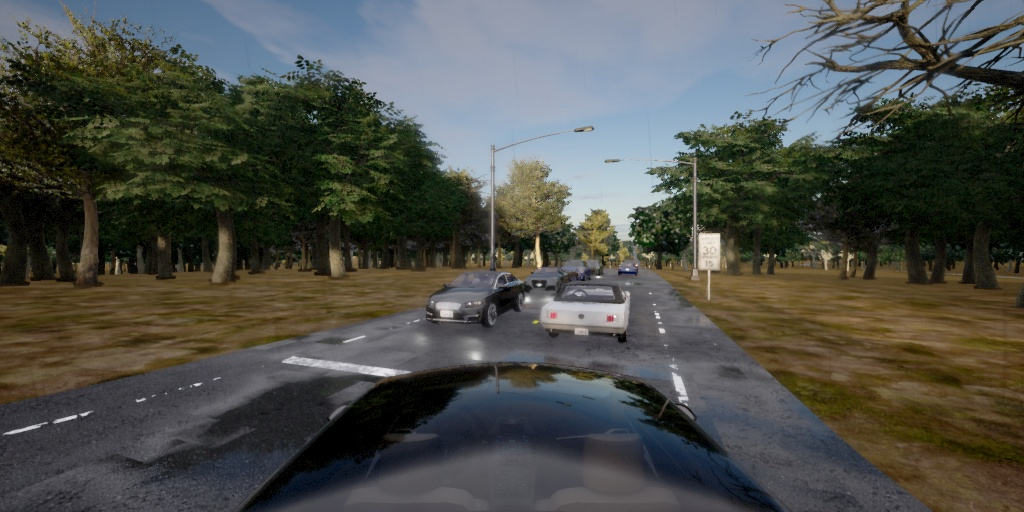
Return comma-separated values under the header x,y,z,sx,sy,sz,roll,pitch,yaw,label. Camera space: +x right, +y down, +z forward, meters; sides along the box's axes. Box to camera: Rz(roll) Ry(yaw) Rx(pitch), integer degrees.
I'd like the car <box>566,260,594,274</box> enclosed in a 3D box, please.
x,y,z,sx,sy,sz,roll,pitch,yaw,label
4.969,1.094,28.330,2.097,1.767,4.553,0,0,20,car

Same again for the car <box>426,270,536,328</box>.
x,y,z,sx,sy,sz,roll,pitch,yaw,label
-0.950,1.233,11.623,2.128,1.511,4.902,0,0,18,car

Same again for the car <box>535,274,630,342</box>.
x,y,z,sx,sy,sz,roll,pitch,yaw,label
2.250,1.344,9.843,1.895,1.301,4.718,0,0,19,car

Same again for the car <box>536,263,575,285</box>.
x,y,z,sx,sy,sz,roll,pitch,yaw,label
2.054,1.296,20.089,1.994,1.385,4.181,0,0,20,car

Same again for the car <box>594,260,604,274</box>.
x,y,z,sx,sy,sz,roll,pitch,yaw,label
8.583,1.175,38.450,2.097,1.767,4.553,0,-1,20,car

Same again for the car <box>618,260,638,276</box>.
x,y,z,sx,sy,sz,roll,pitch,yaw,label
12.711,1.416,39.283,1.994,1.385,4.181,0,-1,20,car
